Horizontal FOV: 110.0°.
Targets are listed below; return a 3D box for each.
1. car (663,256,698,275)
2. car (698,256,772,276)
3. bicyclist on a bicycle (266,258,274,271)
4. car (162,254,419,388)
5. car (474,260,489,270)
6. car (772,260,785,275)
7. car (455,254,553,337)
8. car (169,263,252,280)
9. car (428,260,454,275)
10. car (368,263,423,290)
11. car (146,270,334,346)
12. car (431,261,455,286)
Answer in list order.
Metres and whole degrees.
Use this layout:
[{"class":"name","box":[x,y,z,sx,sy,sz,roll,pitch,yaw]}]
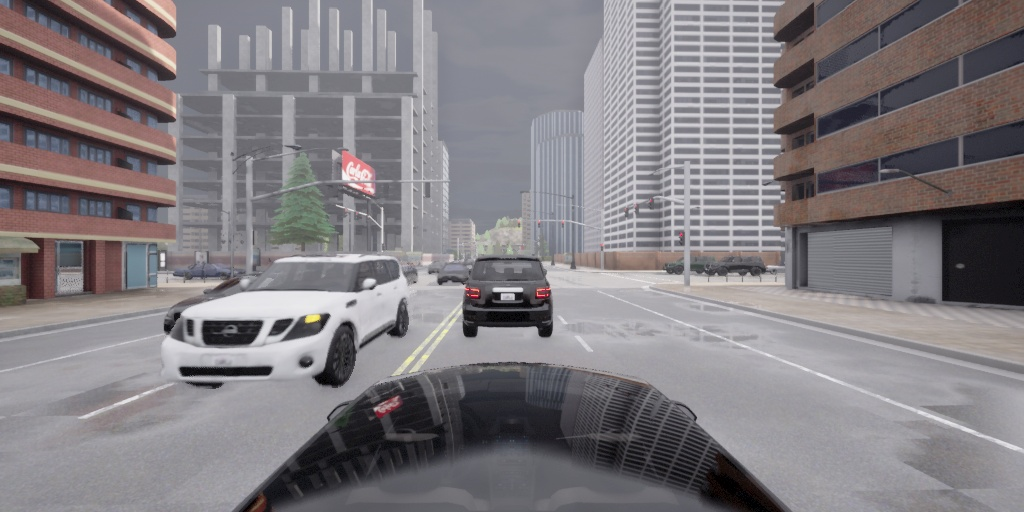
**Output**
[{"class":"car","box":[19.393,0.972,38.985,5.566,2.045,2.150,0,0,-1]},{"class":"car","box":[22.003,0.971,35.555,5.566,2.045,2.150,0,0,-2]},{"class":"bicyclist on a bicycle","box":[-28.696,1.051,42.535,0.582,1.620,1.656,0,0,-1]},{"class":"car","box":[-3.700,0.972,7.278,2.150,2.045,5.566,0,0,-1]},{"class":"car","box":[-4.655,1.314,54.631,1.994,1.385,4.181,0,0,-1]},{"class":"car","box":[29.523,1.351,39.234,4.718,1.301,1.895,0,0,-1]},{"class":"car","box":[-0.118,0.971,10.407,2.150,2.045,5.566,0,0,-1]},{"class":"car","box":[-25.618,1.297,30.627,5.357,1.411,2.033,0,0,-1]},{"class":"car","box":[-7.844,1.252,38.947,1.837,1.490,4.892,0,1,-1]},{"class":"car","box":[-7.536,1.242,23.791,2.128,1.511,4.902,0,0,-1]},{"class":"car","box":[-7.265,1.255,10.429,1.837,1.490,4.892,0,0,-1]},{"class":"car","box":[-4.075,1.298,25.790,2.033,1.411,5.357,0,0,-1]}]
